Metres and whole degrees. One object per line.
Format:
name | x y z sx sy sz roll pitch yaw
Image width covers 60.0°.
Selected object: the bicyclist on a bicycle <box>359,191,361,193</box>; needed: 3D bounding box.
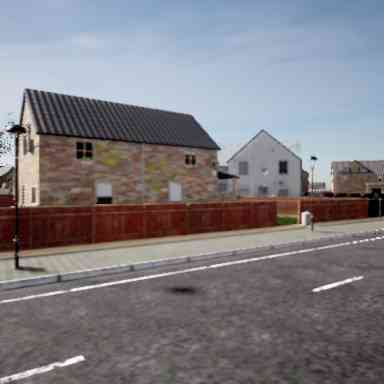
bicyclist on a bicycle | 28.356 0.712 56.165 0.582 1.620 1.656 1 1 19
